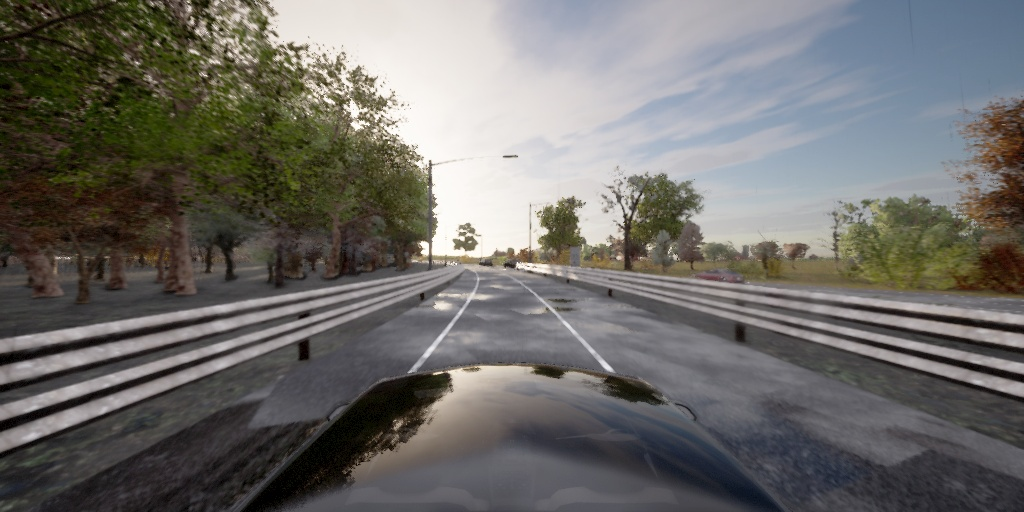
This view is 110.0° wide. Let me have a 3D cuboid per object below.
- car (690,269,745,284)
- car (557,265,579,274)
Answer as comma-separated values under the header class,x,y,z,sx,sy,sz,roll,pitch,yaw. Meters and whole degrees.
class,x,y,z,sx,sy,sz,roll,pitch,yaw
car,17.422,1.787,30.636,1.994,1.385,4.181,0,0,-22
car,8.328,1.923,52.907,1.895,1.301,4.718,0,0,-22
